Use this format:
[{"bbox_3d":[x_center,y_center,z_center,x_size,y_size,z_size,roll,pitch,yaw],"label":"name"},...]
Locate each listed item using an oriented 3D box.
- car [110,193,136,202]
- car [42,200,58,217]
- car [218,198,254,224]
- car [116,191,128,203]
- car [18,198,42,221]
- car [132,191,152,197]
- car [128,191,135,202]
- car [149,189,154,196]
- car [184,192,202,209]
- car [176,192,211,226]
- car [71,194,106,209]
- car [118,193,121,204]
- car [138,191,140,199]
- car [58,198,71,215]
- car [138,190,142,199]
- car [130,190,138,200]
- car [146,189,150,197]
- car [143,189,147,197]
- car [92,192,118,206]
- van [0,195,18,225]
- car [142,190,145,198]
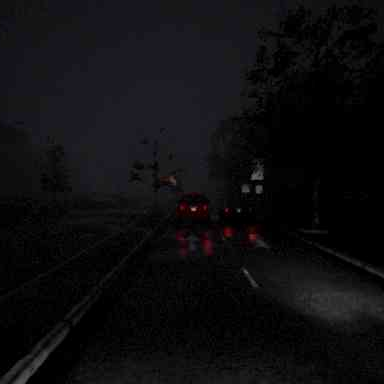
[{"bbox_3d":[-13.855,1.066,66.407,4.792,1.488,2.163,-1,1,-20],"label":"car"},{"bbox_3d":[-13.848,1.408,27.386,4.674,1.452,2.002,-1,1,-20],"label":"car"},{"bbox_3d":[3.099,1.243,24.165,2.097,1.767,4.553,0,0,0],"label":"car"},{"bbox_3d":[-13.814,0.945,54.424,5.566,2.045,2.435,-1,0,-20],"label":"car"},{"bbox_3d":[-13.827,1.259,24.413,4.553,1.767,2.185,-1,1,-20],"label":"car"},{"bbox_3d":[-13.986,0.492,93.364,5.366,1.575,1.946,-1,1,-20],"label":"car"},{"bbox_3d":[-13.661,1.119,60.480,5.366,1.575,1.946,-1,0,-20],"label":"car"},{"bbox_3d":[-13.796,0.361,87.442,5.566,2.045,2.435,-1,1,-20],"label":"car"},{"bbox_3d":[0.099,1.008,42.782,2.150,2.045,5.566,0,0,0],"label":"car"},{"bbox_3d":[0.099,1.121,22.844,2.150,2.045,5.566,0,0,0],"label":"car"},{"bbox_3d":[-13.818,1.310,42.410,4.792,1.488,2.163,-1,0,-20],"label":"car"},{"bbox_3d":[-13.843,1.260,51.407,4.674,1.452,2.002,-1,0,-20],"label":"car"},{"bbox_3d":[-13.830,1.029,69.431,4.674,1.452,2.002,-1,1,-20],"label":"car"},{"bbox_3d":[-13.825,1.379,30.404,4.792,1.488,2.163,-1,0,-20],"label":"car"},{"bbox_3d":[-13.858,0.804,72.417,4.553,1.767,2.185,-1,1,-20],"label":"car"},{"bbox_3d":[-13.860,0.833,63.403,5.566,2.045,2.435,-1,1,-20],"label":"car"},{"bbox_3d":[-13.792,0.704,84.445,4.792,1.488,2.163,-1,1,-20],"label":"car"},{"bbox_3d":[-13.815,0.806,78.429,5.008,1.535,2.097,-1,2,-20],"label":"car"},{"bbox_3d":[-14.012,1.243,48.334,5.366,1.575,1.946,-1,1,-20],"label":"car"},{"bbox_3d":[-13.968,1.178,21.377,4.442,1.987,1.878,-1,1,-20],"label":"van"},{"bbox_3d":[-13.827,0.909,75.430,4.674,1.452,2.002,-1,1,-20],"label":"car"}]
